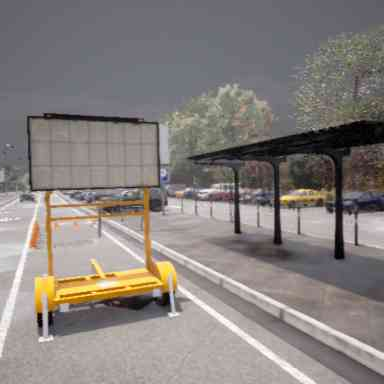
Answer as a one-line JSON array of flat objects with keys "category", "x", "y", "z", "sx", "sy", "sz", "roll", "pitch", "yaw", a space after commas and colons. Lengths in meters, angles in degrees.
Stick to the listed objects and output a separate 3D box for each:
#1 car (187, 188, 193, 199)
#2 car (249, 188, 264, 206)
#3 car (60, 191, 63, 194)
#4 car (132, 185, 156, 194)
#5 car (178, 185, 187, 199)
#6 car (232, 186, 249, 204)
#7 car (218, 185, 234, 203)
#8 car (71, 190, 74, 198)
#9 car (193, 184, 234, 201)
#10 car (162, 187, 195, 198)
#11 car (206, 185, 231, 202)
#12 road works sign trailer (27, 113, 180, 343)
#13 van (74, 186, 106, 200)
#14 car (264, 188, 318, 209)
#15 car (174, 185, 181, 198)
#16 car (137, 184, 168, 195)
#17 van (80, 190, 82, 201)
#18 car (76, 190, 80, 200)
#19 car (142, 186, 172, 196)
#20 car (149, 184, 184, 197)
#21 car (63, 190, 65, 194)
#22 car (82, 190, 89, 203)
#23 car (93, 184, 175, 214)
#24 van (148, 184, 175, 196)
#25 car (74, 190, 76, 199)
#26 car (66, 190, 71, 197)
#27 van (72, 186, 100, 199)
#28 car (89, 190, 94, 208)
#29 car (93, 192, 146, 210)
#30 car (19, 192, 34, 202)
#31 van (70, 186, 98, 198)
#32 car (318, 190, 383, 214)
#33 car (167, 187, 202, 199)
[{"category": "car", "x": 2.348, "y": 0.238, "z": 43.134, "sx": 4.892, "sy": 1.521, "sz": 2.231, "roll": -2, "pitch": 2, "yaw": -24}, {"category": "car", "x": 8.084, "y": 0.474, "z": 30.500, "sx": 4.792, "sy": 1.488, "sz": 2.163, "roll": -2, "pitch": 2, "yaw": -24}, {"category": "car", "x": -24.272, "y": -0.298, "z": 70.279, "sx": 5.566, "sy": 2.045, "sz": 2.435, "roll": -2, "pitch": 2, "yaw": -24}, {"category": "car", "x": -10.177, "y": -0.516, "z": 70.979, "sx": 4.553, "sy": 1.767, "sz": 2.185, "roll": -2, "pitch": 2, "yaw": -24}, {"category": "car", "x": 1.207, "y": 0.193, "z": 45.666, "sx": 5.008, "sy": 1.535, "sz": 2.097, "roll": -2, "pitch": 2, "yaw": -24}, {"category": "car", "x": 6.922, "y": 0.405, "z": 33.019, "sx": 4.892, "sy": 1.521, "sz": 2.231, "roll": -2, "pitch": 2, "yaw": -24}, {"category": "car", "x": 5.780, "y": 0.362, "z": 35.549, "sx": 5.008, "sy": 1.535, "sz": 2.097, "roll": -2, "pitch": 2, "yaw": -24}, {"category": "car", "x": -15.012, "y": 0.459, "z": 49.863, "sx": 4.892, "sy": 1.521, "sz": 2.231, "roll": -2, "pitch": 2, "yaw": -24}, {"category": "car", "x": 3.461, "y": 0.029, "z": 40.589, "sx": 5.566, "sy": 2.045, "sz": 2.435, "roll": -2, "pitch": 2, "yaw": -24}, {"category": "car", "x": -2.186, "y": 0.072, "z": 53.276, "sx": 4.792, "sy": 1.488, "sz": 2.163, "roll": -2, "pitch": 2, "yaw": -24}, {"category": "car", "x": 4.639, "y": 0.320, "z": 38.079, "sx": 5.008, "sy": 1.535, "sz": 2.097, "roll": -2, "pitch": 2, "yaw": -24}, {"category": "road works sign trailer", "x": -1.823, "y": 0.345, "z": 6.504, "sx": 2.380, "sy": 3.560, "sz": 2.880, "roll": -2, "pitch": 2, "yaw": -24}, {"category": "van", "x": -16.071, "y": 0.171, "z": 52.459, "sx": 4.442, "sy": 1.987, "sz": 1.878, "roll": -2, "pitch": 2, "yaw": -24}, {"category": "car", "x": 9.027, "y": 0.491, "z": 27.881, "sx": 5.366, "sy": 1.575, "sz": 1.946, "roll": -2, "pitch": 2, "yaw": -24}, {"category": "car", "x": 0.238, "y": 0.136, "z": 48.275, "sx": 5.366, "sy": 1.575, "sz": 1.946, "roll": -2, "pitch": 2, "yaw": -24}, {"category": "car", "x": -7.899, "y": -0.514, "z": 65.914, "sx": 5.566, "sy": 2.045, "sz": 2.435, "roll": -2, "pitch": 2, "yaw": -24}, {"category": "van", "x": -10.520, "y": 0.442, "z": 39.583, "sx": 4.442, "sy": 1.987, "sz": 1.878, "roll": -2, "pitch": 2, "yaw": -24}, {"category": "car", "x": -12.684, "y": 0.598, "z": 44.759, "sx": 4.792, "sy": 1.488, "sz": 2.163, "roll": -2, "pitch": 2, "yaw": -24}, {"category": "car", "x": -6.608, "y": -0.208, "z": 63.457, "sx": 5.366, "sy": 1.575, "sz": 1.946, "roll": -2, "pitch": 2, "yaw": -24}, {"category": "car", "x": -4.475, "y": -0.324, "z": 58.326, "sx": 5.566, "sy": 2.045, "sz": 2.435, "roll": -2, "pitch": 2, "yaw": -24}, {"category": "car", "x": -23.089, "y": 0.056, "z": 67.745, "sx": 4.674, "sy": 1.452, "sz": 2.002, "roll": -2, "pitch": 2, "yaw": -24}, {"category": "car", "x": -9.259, "y": 0.707, "z": 37.077, "sx": 5.008, "sy": 1.535, "sz": 2.097, "roll": -2, "pitch": 2, "yaw": -24}, {"category": "car", "x": -4.678, "y": 0.626, "z": 26.839, "sx": 5.566, "sy": 2.045, "sz": 2.435, "roll": -2, "pitch": 2, "yaw": -24}, {"category": "van", "x": -5.536, "y": -0.365, "z": 60.893, "sx": 4.442, "sy": 1.987, "sz": 1.878, "roll": -2, "pitch": 2, "yaw": -24}, {"category": "car", "x": -13.867, "y": 0.556, "z": 47.306, "sx": 4.674, "sy": 1.452, "sz": 2.002, "roll": -2, "pitch": 2, "yaw": -24}, {"category": "car", "x": -17.355, "y": 0.087, "z": 54.951, "sx": 5.566, "sy": 2.045, "sz": 2.435, "roll": -2, "pitch": 2, "yaw": -24}, {"category": "van", "x": -18.376, "y": 0.043, "z": 57.567, "sx": 4.442, "sy": 1.987, "sz": 1.878, "roll": -2, "pitch": 2, "yaw": -24}, {"category": "car", "x": -5.967, "y": 0.837, "z": 29.337, "sx": 5.366, "sy": 1.575, "sz": 1.946, "roll": -2, "pitch": 2, "yaw": -24}, {"category": "car", "x": -6.947, "y": 0.832, "z": 31.971, "sx": 4.674, "sy": 1.452, "sz": 2.002, "roll": -2, "pitch": 2, "yaw": -24}, {"category": "car", "x": -25.735, "y": 0.684, "z": 51.886, "sx": 2.033, "sy": 1.411, "sz": 5.357, "roll": -2, "pitch": 2, "yaw": -24}, {"category": "van", "x": -19.528, "y": -0.021, "z": 60.121, "sx": 4.442, "sy": 1.987, "sz": 1.878, "roll": -2, "pitch": 2, "yaw": -24}, {"category": "car", "x": 11.453, "y": 0.602, "z": 22.885, "sx": 4.792, "sy": 1.488, "sz": 2.163, "roll": -2, "pitch": 2, "yaw": -24}, {"category": "car", "x": -1.095, "y": 0.130, "z": 50.715, "sx": 4.792, "sy": 1.488, "sz": 2.163, "roll": -2, "pitch": 2, "yaw": -24}]
